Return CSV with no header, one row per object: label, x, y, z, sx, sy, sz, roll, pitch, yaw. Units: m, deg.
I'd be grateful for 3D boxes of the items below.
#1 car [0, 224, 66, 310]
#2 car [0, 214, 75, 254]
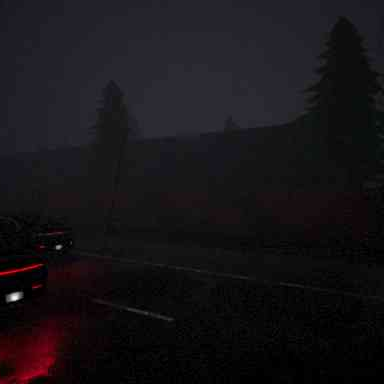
car,-5.070,1.534,7.023,4.892,1.490,1.837,0,0,33
car,-6.311,1.548,11.985,4.902,1.511,2.128,0,0,33
